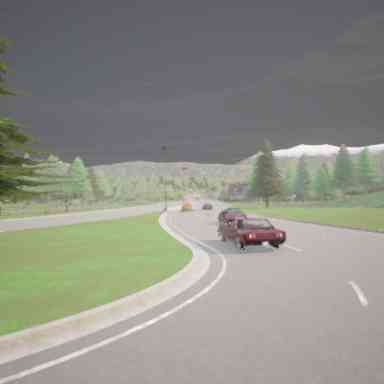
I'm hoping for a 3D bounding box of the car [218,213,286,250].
[{"bbox_3d":[2.675,1.902,16.045,1.895,1.301,4.718,-1,-1,-10],"label":"car"}]

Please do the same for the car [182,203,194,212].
[{"bbox_3d":[-0.714,2.732,60.230,1.882,1.535,5.008,-1,-2,3],"label":"car"}]

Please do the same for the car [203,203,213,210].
[{"bbox_3d":[3.112,2.870,65.381,1.994,1.385,4.181,-1,-1,4],"label":"car"}]

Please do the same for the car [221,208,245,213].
[{"bbox_3d":[3.710,2.144,30.375,1.994,1.385,4.181,-1,-1,-7],"label":"car"}]
